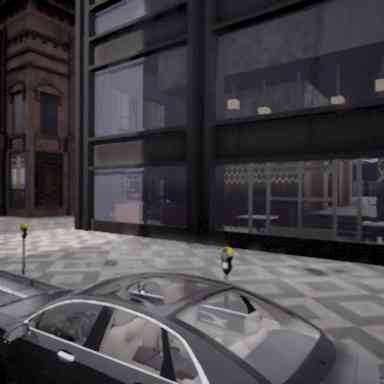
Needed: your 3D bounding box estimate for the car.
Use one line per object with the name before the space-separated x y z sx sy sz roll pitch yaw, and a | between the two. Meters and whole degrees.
car | -0.556 1.528 3.356 4.403 1.369 2.008 1 0 35
